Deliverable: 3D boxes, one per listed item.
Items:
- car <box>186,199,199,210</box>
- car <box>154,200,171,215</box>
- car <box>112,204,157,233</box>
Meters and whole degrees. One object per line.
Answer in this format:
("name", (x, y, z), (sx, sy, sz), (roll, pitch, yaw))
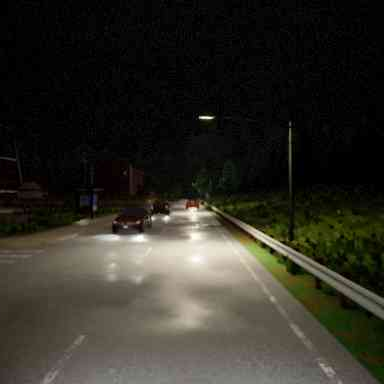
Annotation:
("car", (0.087, 1.827, 52.526), (2.097, 1.767, 4.553), (0, -1, 0))
("car", (-3.509, 1.724, 37.911), (2.097, 1.767, 4.553), (0, -1, 0))
("car", (-3.670, 1.719, 21.208), (1.812, 1.442, 4.674), (0, 0, 3))
